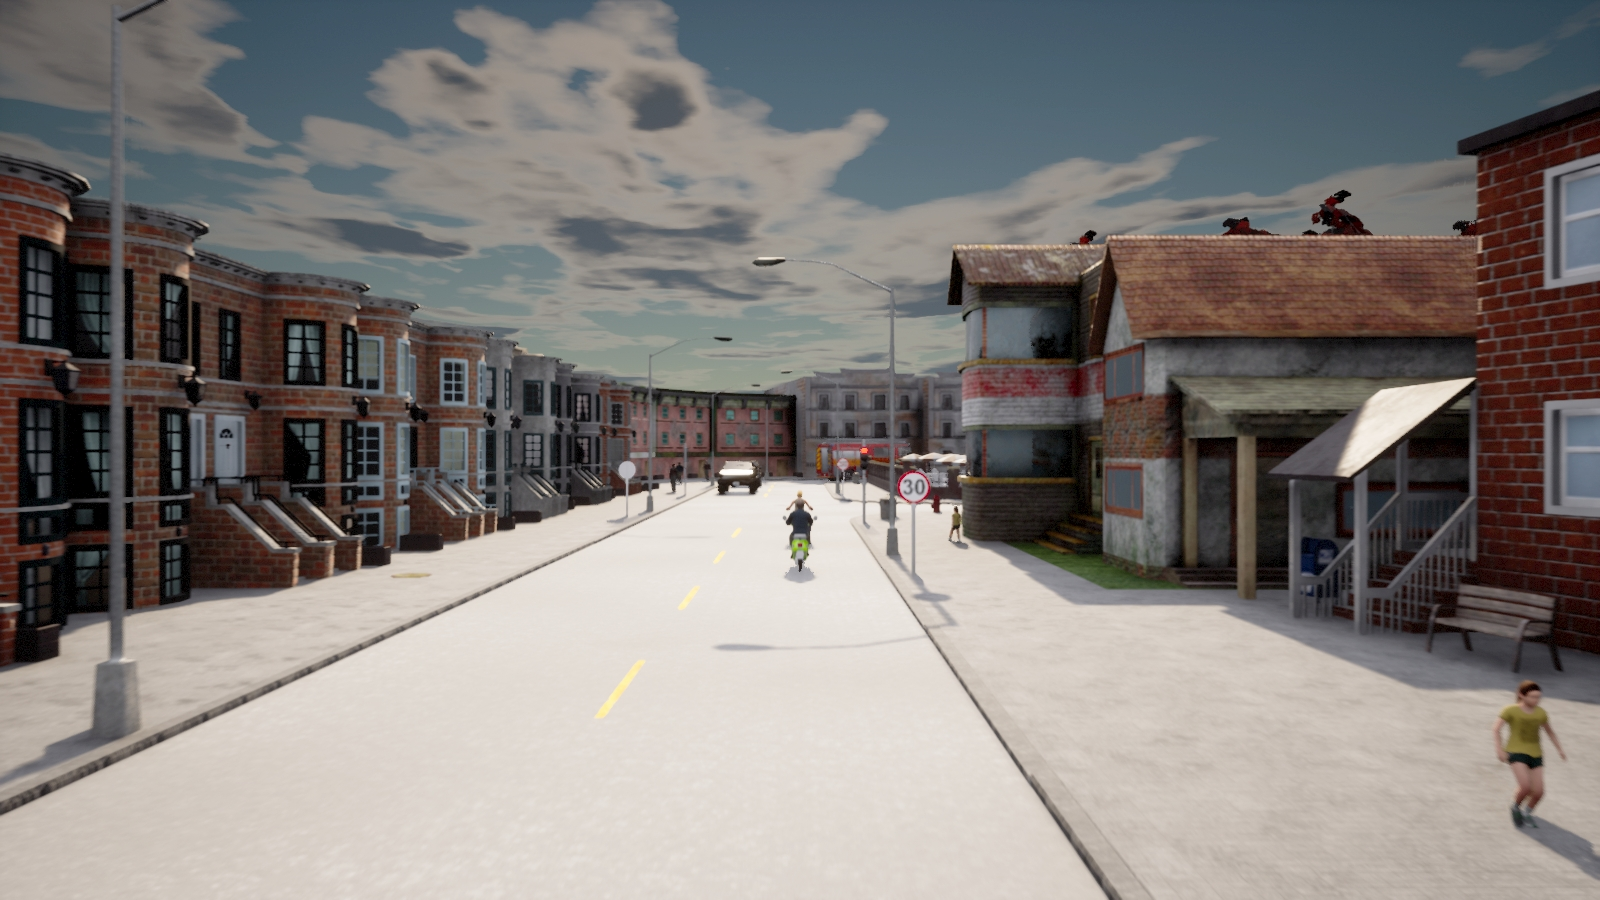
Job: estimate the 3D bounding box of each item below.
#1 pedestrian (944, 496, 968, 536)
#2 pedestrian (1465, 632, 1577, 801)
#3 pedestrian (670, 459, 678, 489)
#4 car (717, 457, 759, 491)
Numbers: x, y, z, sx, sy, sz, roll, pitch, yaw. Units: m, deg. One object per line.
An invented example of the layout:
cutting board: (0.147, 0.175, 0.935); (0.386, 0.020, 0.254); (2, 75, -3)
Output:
pedestrian: (4.522, 1.904, 33.061); (0.500, 1.100, 0.500); (0, 0, -21)
pedestrian: (5.188, 1.903, 8.241); (0.500, 1.100, 0.500); (0, 0, 2)
pedestrian: (-7.873, 1.513, 71.370); (0.375, 1.860, 0.375); (0, 0, 29)
car: (-3.988, 1.534, 74.483); (2.390, 2.098, 6.274); (0, 0, 0)
